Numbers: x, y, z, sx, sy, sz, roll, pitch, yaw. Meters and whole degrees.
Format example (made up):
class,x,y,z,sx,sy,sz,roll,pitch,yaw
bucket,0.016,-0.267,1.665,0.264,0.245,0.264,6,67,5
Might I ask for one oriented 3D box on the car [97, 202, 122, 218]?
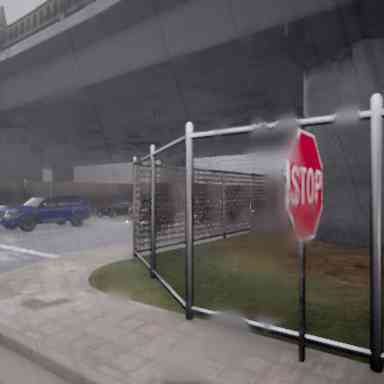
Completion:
class,x,y,z,sx,sy,sz,roll,pitch,yaw
car,-6.597,1.599,30.373,1.895,1.301,4.718,0,0,36

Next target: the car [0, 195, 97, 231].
class,x,y,z,sx,sy,sz,roll,pitch,yaw
car,-9.122,1.220,20.957,2.150,2.045,5.566,0,0,36

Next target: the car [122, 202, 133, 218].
class,x,y,z,sx,sy,sz,roll,pitch,yaw
car,-3.406,1.350,28.806,2.097,1.767,4.553,0,0,36
